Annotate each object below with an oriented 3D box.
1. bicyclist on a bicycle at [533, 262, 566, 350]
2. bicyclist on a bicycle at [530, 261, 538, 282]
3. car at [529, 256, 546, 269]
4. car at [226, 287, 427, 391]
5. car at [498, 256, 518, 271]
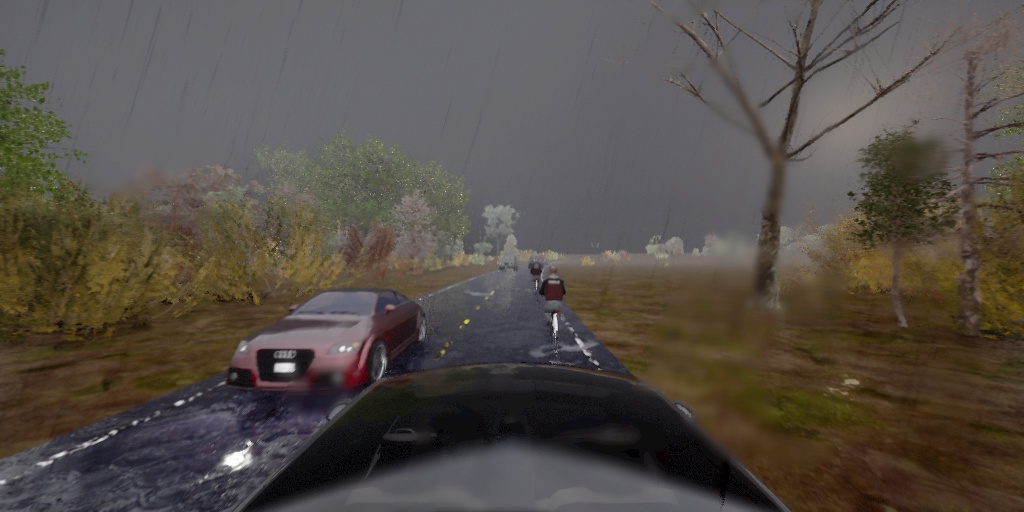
[{"bbox_3d":[0.922,1.118,8.170,0.659,1.776,1.843,0,0,1],"label":"bicyclist on a bicycle"},{"bbox_3d":[1.211,1.115,17.919,0.659,1.776,1.843,0,0,2],"label":"bicyclist on a bicycle"},{"bbox_3d":[3.857,0.965,56.690,2.150,2.045,5.566,0,0,8],"label":"car"},{"bbox_3d":[-3.017,1.311,6.799,1.994,1.385,4.181,0,0,1],"label":"car"},{"bbox_3d":[-0.412,0.960,48.151,2.150,2.045,5.566,0,0,7],"label":"car"}]
